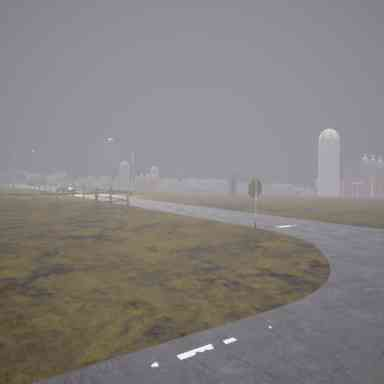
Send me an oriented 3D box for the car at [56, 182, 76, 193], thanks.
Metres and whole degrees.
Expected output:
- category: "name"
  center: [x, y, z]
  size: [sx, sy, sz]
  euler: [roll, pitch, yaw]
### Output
- category: "car"
  center: [-18.887, -0.692, 49.793]
  size: [2.128, 1.511, 4.902]
  euler: [2, 2, -36]
